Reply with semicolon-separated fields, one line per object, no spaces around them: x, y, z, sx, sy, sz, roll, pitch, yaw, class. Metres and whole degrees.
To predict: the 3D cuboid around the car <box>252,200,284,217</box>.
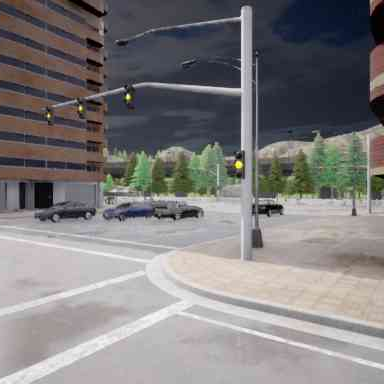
7.151;1.478;31.720;1.882;1.535;5.008;0;0;36;car

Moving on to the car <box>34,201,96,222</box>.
-9.918;1.505;26.322;1.837;1.490;4.892;0;0;36;car

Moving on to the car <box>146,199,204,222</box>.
-0.950;1.491;26.462;2.128;1.511;4.902;0;0;36;car

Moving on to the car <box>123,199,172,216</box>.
-4.431;1.492;33.860;2.128;1.511;4.902;0;0;36;car

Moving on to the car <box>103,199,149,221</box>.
-5.059;1.526;27.060;1.812;1.442;4.674;0;0;36;car
